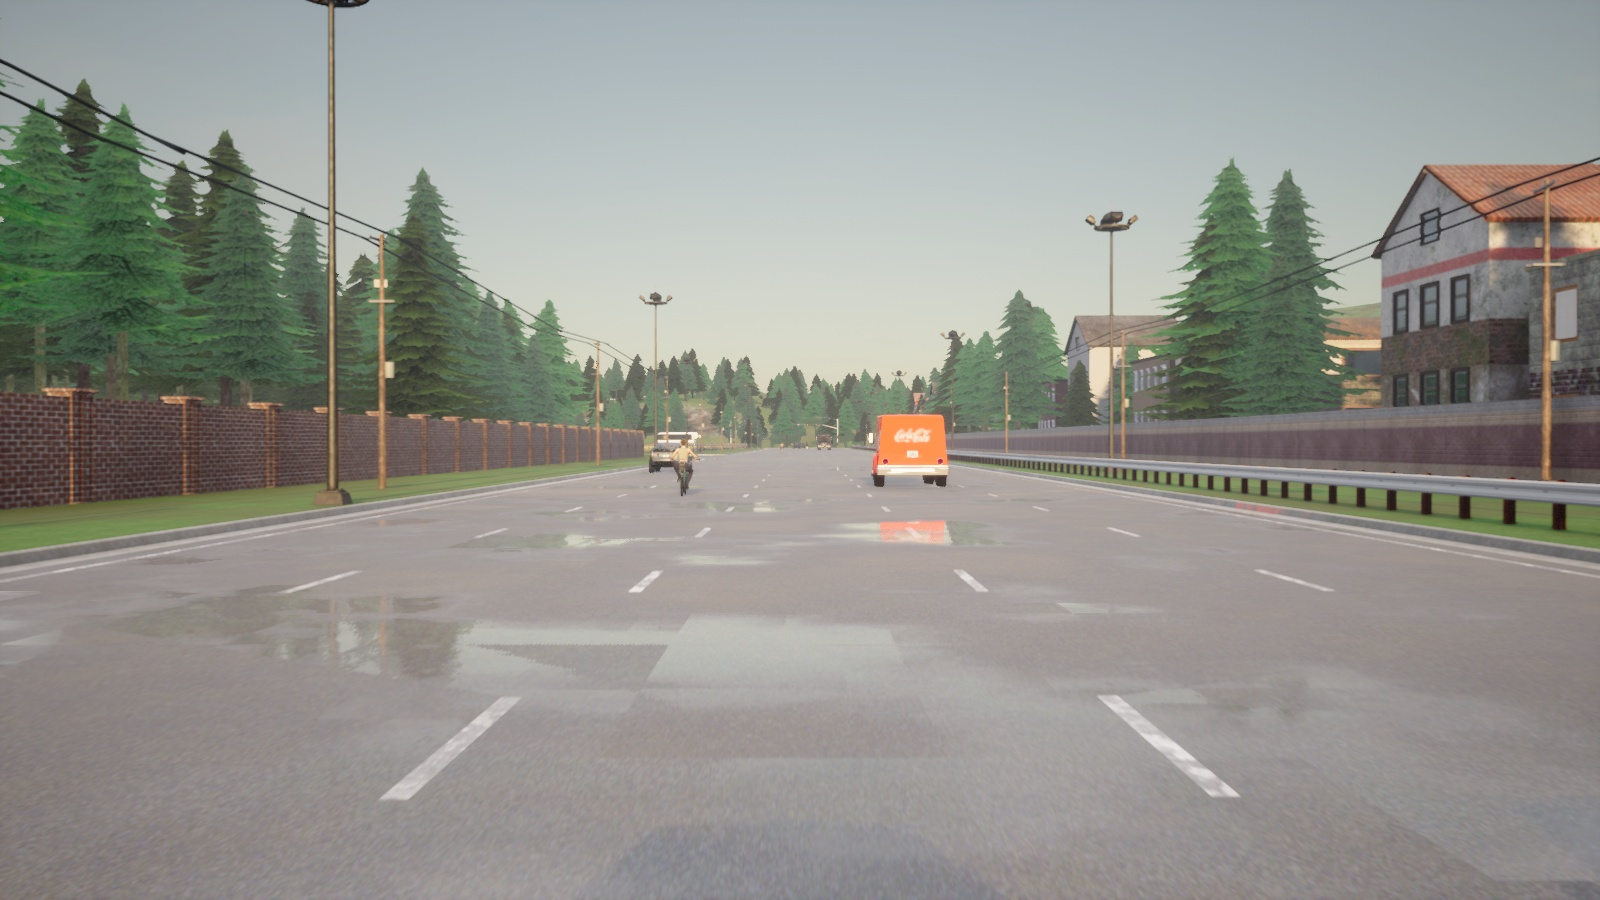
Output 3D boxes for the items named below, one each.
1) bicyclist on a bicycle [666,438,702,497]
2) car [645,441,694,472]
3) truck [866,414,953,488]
[{"bbox_3d":[-3.287,0.480,35.587,0.866,1.612,1.509,0,0,1],"label":"bicyclist on a bicycle"},{"bbox_3d":[-6.619,0.326,64.200,2.007,1.525,4.514,0,0,0],"label":"car"},{"bbox_3d":[3.769,0.013,44.312,2.627,2.467,5.204,0,0,0],"label":"truck"}]
